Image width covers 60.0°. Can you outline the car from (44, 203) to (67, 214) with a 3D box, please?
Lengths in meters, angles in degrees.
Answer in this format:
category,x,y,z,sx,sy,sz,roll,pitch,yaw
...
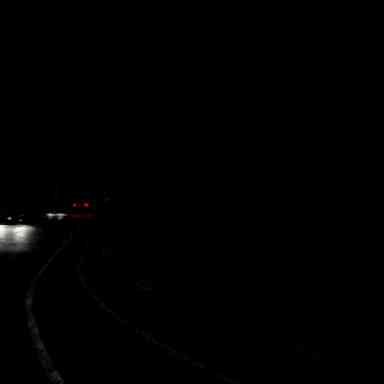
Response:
category,x,y,z,sx,sy,sz,roll,pitch,yaw
car,-18.560,2.259,45.997,2.033,1.411,5.357,1,-2,-13

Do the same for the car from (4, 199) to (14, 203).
category,x,y,z,sx,sy,sz,roll,pitch,yaw
car,-22.345,1.779,35.595,5.008,1.535,2.097,1,-2,-14

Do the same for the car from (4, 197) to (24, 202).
category,x,y,z,sx,sy,sz,roll,pitch,yaw
car,-23.099,1.619,38.421,5.566,2.045,2.435,1,-2,-14

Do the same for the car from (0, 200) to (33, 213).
category,x,y,z,sx,sy,sz,roll,pitch,yaw
car,-25.382,2.094,47.351,4.553,1.767,2.185,1,-3,-14

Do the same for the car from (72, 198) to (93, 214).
category,x,y,z,sx,sy,sz,roll,pitch,yaw
car,-14.970,1.913,45.160,2.150,2.045,5.566,1,-2,-14

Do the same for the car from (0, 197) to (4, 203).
category,x,y,z,sx,sy,sz,roll,pitch,yaw
car,-21.609,1.559,32.655,4.553,1.767,2.185,1,-2,-14

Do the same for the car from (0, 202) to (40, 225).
category,x,y,z,sx,sy,sz,roll,pitch,yaw
car,-13.627,1.754,25.951,1.994,1.385,4.181,1,-1,-14

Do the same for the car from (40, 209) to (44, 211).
category,x,y,z,sx,sy,sz,roll,pitch,yaw
car,-25.892,2.347,50.224,5.366,1.575,1.946,1,-3,-14

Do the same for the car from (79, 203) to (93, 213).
category,x,y,z,sx,sy,sz,roll,pitch,yaw
car,-17.476,2.563,55.222,1.882,1.535,5.008,1,-1,-14
